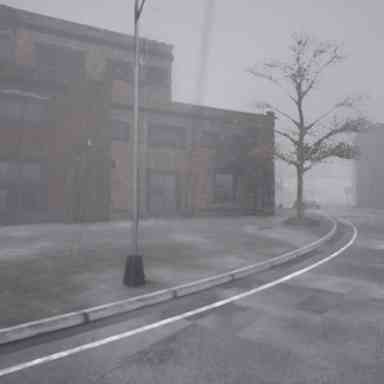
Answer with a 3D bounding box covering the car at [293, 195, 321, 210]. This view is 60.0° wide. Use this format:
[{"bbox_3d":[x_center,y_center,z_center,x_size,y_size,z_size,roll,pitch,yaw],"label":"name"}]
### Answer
[{"bbox_3d":[14.116,1.408,41.237,1.812,1.442,4.674,1,-1,-7],"label":"car"}]
